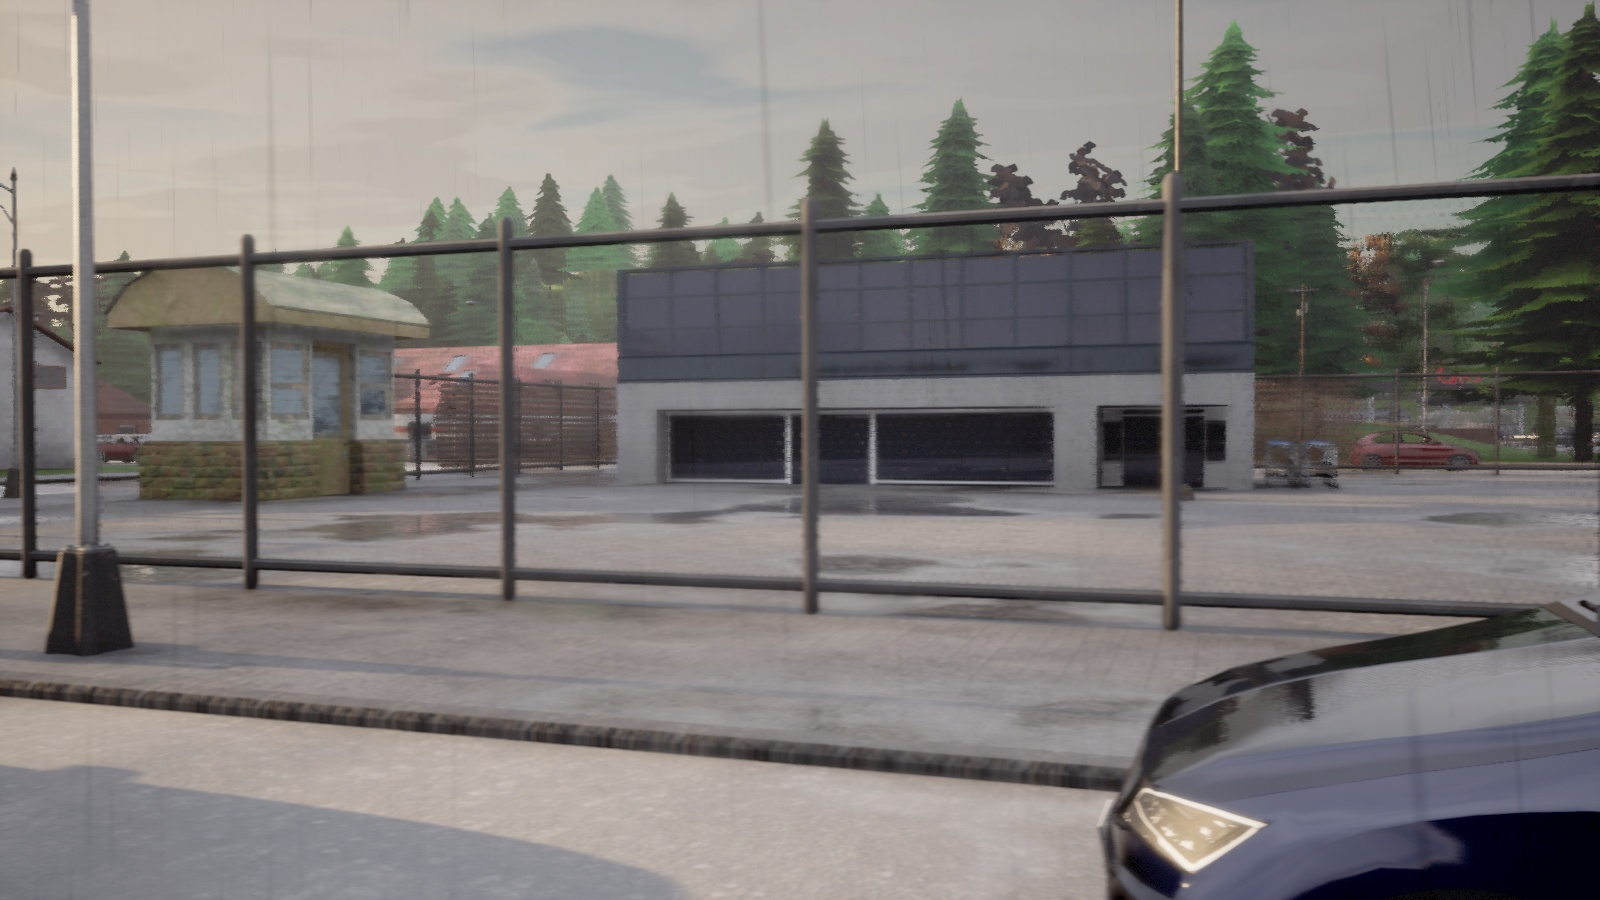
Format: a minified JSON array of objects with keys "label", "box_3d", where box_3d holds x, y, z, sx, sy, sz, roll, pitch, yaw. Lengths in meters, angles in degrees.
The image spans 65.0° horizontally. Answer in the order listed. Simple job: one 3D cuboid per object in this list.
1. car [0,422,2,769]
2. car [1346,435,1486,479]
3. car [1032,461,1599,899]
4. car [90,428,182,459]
[{"label":"car","box_3d":[-6.449,0.648,5.820,5.366,1.575,1.801,1,1,21]},{"label":"car","box_3d":[21.623,0.213,44.255,4.193,1.474,1.816,1,1,19]},{"label":"car","box_3d":[2.765,0.806,2.758,4.193,1.474,1.816,1,1,20]},{"label":"car","box_3d":[-33.105,-0.336,62.644,3.806,1.475,1.970,1,1,18]}]
